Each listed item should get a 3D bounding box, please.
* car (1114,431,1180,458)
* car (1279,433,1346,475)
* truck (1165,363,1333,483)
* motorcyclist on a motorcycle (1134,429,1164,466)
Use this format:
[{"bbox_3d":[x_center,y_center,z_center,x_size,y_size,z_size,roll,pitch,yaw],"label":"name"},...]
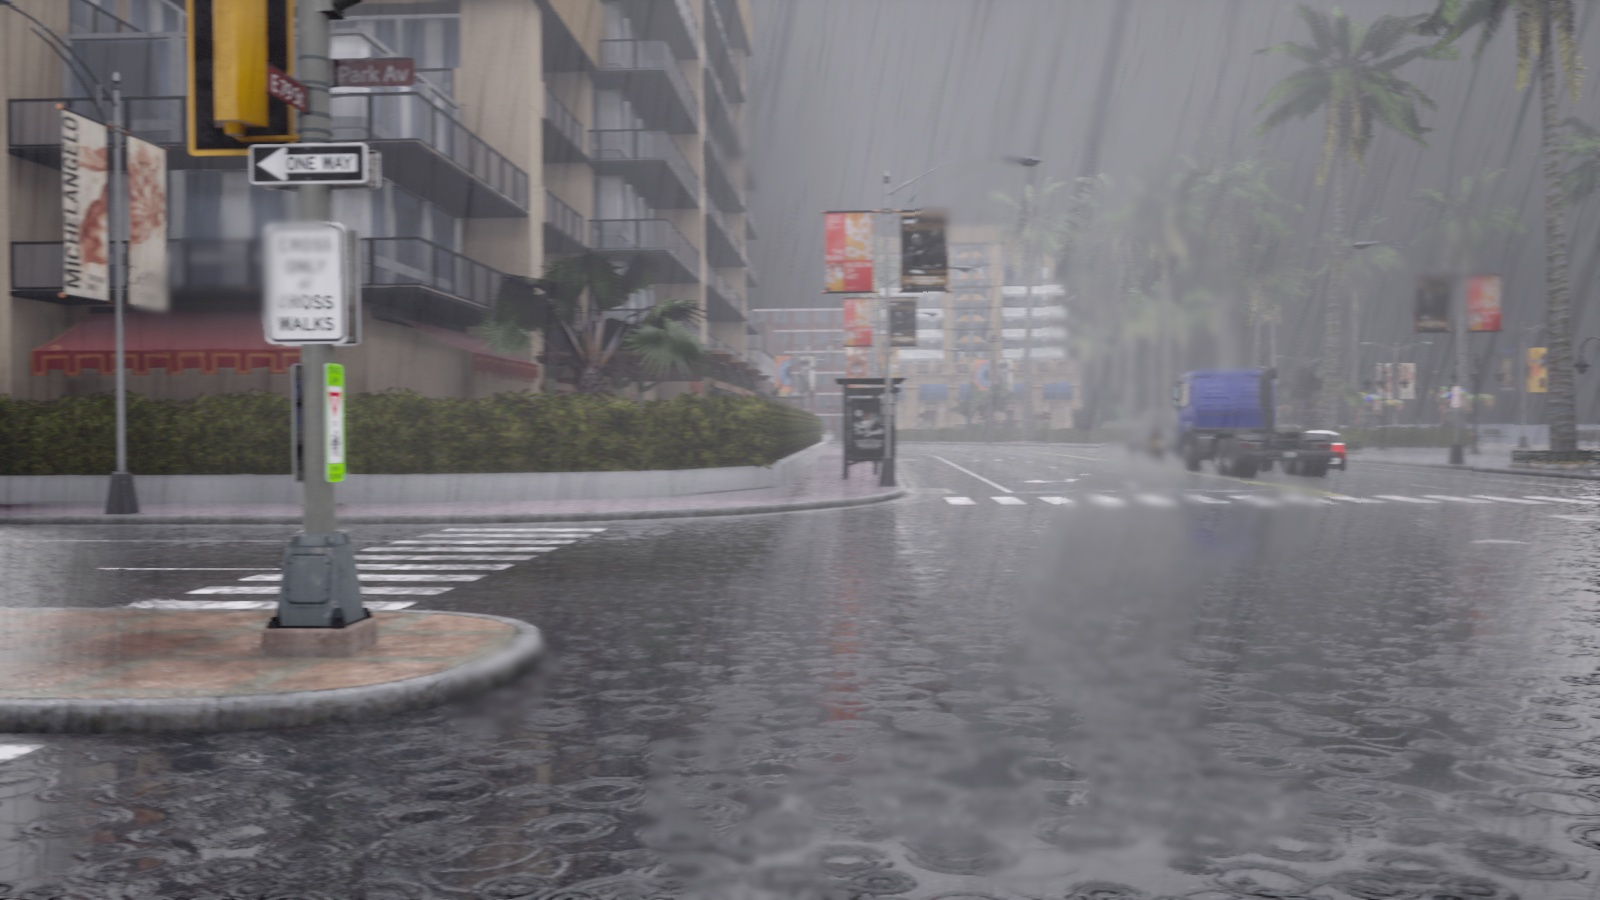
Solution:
[{"bbox_3d":[18.888,-0.335,68.604,2.033,1.411,5.357,0,1,-1],"label":"car"},{"bbox_3d":[17.809,0.127,43.716,1.481,1.376,2.207,0,1,3],"label":"car"},{"bbox_3d":[14.116,-0.855,40.234,2.891,3.462,7.936,0,1,3],"label":"truck"},{"bbox_3d":[14.843,-0.133,53.431,0.797,1.523,2.044,0,1,3],"label":"motorcyclist on a motorcycle"}]
